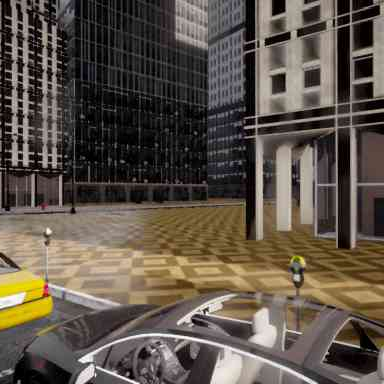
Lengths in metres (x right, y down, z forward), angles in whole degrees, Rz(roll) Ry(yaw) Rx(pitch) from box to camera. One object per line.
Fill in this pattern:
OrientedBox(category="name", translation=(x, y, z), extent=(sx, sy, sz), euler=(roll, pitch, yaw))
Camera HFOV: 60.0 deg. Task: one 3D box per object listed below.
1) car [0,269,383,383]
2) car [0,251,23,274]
OrientedBox(category="car", translation=(0.256, 1.551, 2.694), extent=(4.403, 1.369, 2.008), euler=(0, 0, 36))
OrientedBox(category="car", translation=(-4.498, 1.525, 6.087), extent=(4.829, 1.417, 1.752), euler=(0, 0, 36))
